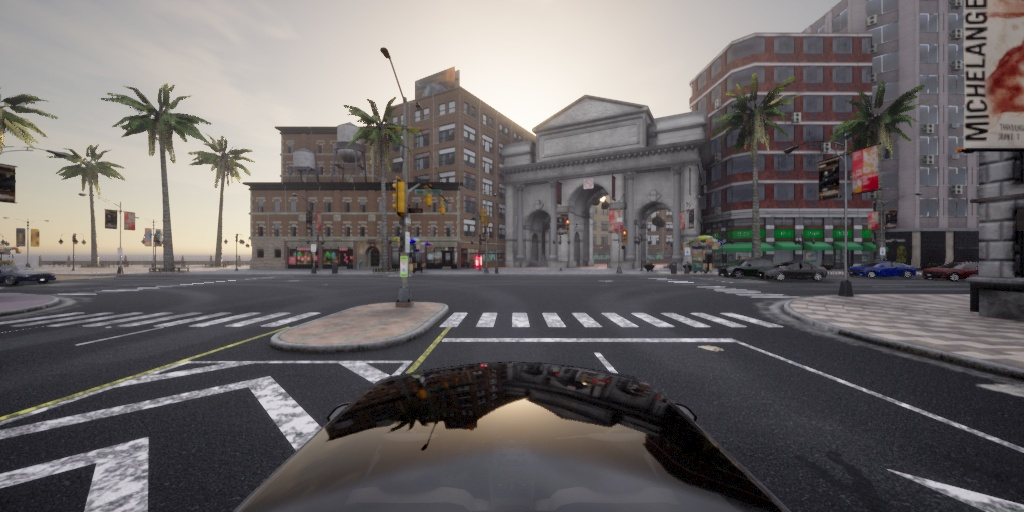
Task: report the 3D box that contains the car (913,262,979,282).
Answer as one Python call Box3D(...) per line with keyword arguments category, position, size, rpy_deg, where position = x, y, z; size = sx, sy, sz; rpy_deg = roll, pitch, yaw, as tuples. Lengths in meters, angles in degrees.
Box3D(category="car", position=(35.605, 1.227, 28.380), size=(5.008, 1.535, 1.882), rpy_deg=(0, 0, 2))

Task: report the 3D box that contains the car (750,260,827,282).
Box3D(category="car", position=(22.231, 1.254, 28.589), size=(4.892, 1.490, 1.837), rpy_deg=(0, 0, 0))

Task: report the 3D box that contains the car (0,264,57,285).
Box3D(category="car", position=(-35.828, 1.297, 25.337), size=(5.357, 1.411, 2.033), rpy_deg=(0, 0, 0))

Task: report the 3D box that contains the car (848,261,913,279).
Box3D(category="car", position=(32.789, 1.227, 31.940), size=(5.008, 1.535, 1.882), rpy_deg=(0, 0, 1))

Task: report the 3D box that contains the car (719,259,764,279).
Box3D(category="car", position=(21.093, 1.102, 32.094), size=(4.553, 1.767, 2.097), rpy_deg=(0, 0, 1))
